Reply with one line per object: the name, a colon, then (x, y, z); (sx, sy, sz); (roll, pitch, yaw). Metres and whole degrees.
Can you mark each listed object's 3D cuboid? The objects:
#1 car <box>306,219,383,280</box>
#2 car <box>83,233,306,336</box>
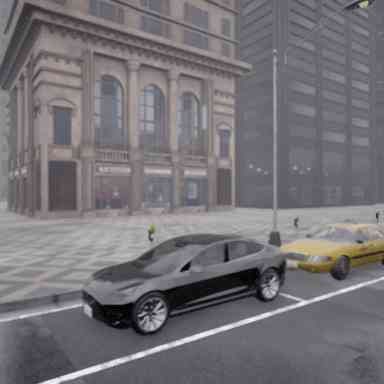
car: (4.530, 1.521, 9.882); (4.829, 1.417, 1.752); (0, 0, -35)
car: (0.076, 1.564, 6.705); (4.313, 1.339, 1.947); (0, 0, -35)
